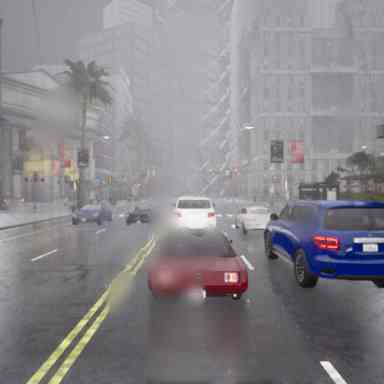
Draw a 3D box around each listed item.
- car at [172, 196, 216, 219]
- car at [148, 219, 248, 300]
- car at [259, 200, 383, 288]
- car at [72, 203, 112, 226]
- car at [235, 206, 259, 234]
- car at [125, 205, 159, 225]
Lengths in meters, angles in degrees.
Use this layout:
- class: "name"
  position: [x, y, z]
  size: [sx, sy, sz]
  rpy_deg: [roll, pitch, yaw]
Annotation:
- class: "car"
  position: [0.107, 1.221, 18.123]
  size: [2.150, 2.045, 5.566]
  rpy_deg: [0, 0, 0]
- class: "car"
  position: [0.109, 1.600, 8.356]
  size: [1.895, 1.301, 4.718]
  rpy_deg: [0, 0, 0]
- class: "car"
  position: [3.605, 1.221, 9.403]
  size: [2.150, 2.045, 5.566]
  rpy_deg: [0, 0, 0]
- class: "car"
  position: [-6.991, 1.528, 23.768]
  size: [1.812, 1.442, 4.674]
  rpy_deg: [0, 0, 0]
- class: "car"
  position: [3.591, 1.525, 18.922]
  size: [1.812, 1.442, 4.674]
  rpy_deg: [0, 0, 0]
- class: "car"
  position: [-3.489, 1.642, 23.967]
  size: [1.895, 1.301, 4.718]
  rpy_deg: [0, 0, 0]
